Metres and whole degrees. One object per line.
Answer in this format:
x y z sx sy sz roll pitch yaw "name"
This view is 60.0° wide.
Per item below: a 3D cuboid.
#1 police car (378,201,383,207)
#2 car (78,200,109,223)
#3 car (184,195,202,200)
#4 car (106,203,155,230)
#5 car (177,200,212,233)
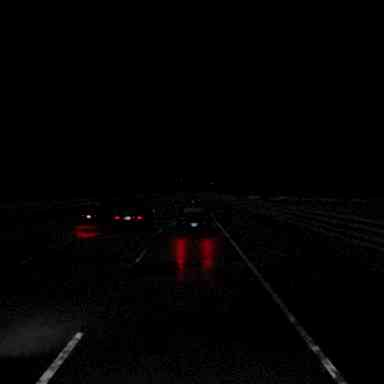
29.663 1.411 48.167 1.930 1.638 5.238 0 0 -27 "police car"
-6.881 1.372 24.559 1.837 1.490 4.892 1 1 0 "car"
0.125 1.165 39.561 2.097 1.767 4.553 0 0 0 "car"
-3.391 1.442 20.245 2.033 1.411 5.357 0 0 0 "car"
0.110 1.427 18.809 1.812 1.442 4.674 0 0 0 "car"
